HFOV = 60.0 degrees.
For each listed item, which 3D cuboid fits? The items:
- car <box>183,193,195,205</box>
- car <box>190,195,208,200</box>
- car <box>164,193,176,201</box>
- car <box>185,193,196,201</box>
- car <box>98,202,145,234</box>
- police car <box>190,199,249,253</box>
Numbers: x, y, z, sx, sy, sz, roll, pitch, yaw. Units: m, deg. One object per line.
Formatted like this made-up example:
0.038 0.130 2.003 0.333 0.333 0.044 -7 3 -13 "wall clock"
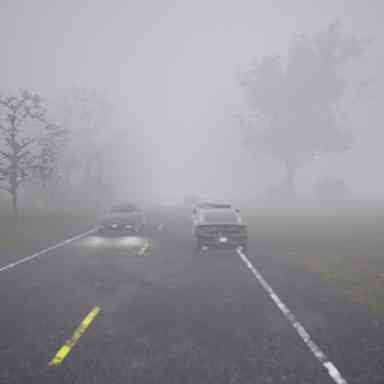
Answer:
-0.225 1.005 48.164 1.882 1.535 5.008 0 1 0 "car"
0.936 1.234 23.334 1.801 1.575 5.366 0 1 0 "car"
-3.842 0.889 59.898 2.128 1.511 4.902 0 1 0 "car"
-0.322 0.912 64.511 1.994 1.385 4.181 0 1 0 "car"
-3.688 1.332 18.145 1.837 1.490 4.892 0 1 0 "car"
0.986 1.300 13.253 1.930 1.638 5.238 0 1 0 "police car"
